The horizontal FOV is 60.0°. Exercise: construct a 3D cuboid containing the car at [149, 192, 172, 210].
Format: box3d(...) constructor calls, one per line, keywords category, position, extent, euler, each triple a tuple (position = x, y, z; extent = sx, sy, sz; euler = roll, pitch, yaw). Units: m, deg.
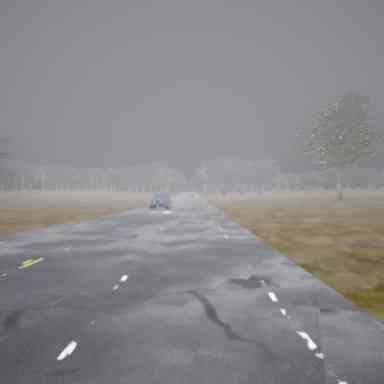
box3d(category="car", position=(-3.803, 1.085, 41.252), extent=(2.150, 2.045, 5.566), euler=(0, 0, 3))
